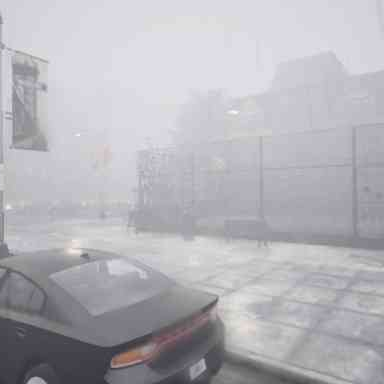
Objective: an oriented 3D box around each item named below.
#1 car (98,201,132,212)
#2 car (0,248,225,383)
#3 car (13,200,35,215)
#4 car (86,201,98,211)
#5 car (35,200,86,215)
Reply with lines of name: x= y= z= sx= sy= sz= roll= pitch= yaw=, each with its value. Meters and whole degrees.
car: x=-10.297 y=1.958 z=45.943 sx=1.994 sy=1.385 sz=4.181 roll=-1 pitch=0 yaw=35
car: x=-1.971 y=1.526 z=4.535 sx=5.008 sy=1.535 sz=2.097 roll=-1 pitch=0 yaw=35
car: x=-18.827 y=1.784 z=39.864 sx=2.097 sy=1.767 sz=4.553 roll=-1 pitch=0 yaw=35
car: x=-13.396 y=1.980 z=47.623 sx=2.033 sy=1.411 sz=5.357 roll=-1 pitch=0 yaw=35
car: x=-15.252 y=1.745 z=38.867 sx=2.097 sy=1.767 sz=4.553 roll=-1 pitch=0 yaw=35
